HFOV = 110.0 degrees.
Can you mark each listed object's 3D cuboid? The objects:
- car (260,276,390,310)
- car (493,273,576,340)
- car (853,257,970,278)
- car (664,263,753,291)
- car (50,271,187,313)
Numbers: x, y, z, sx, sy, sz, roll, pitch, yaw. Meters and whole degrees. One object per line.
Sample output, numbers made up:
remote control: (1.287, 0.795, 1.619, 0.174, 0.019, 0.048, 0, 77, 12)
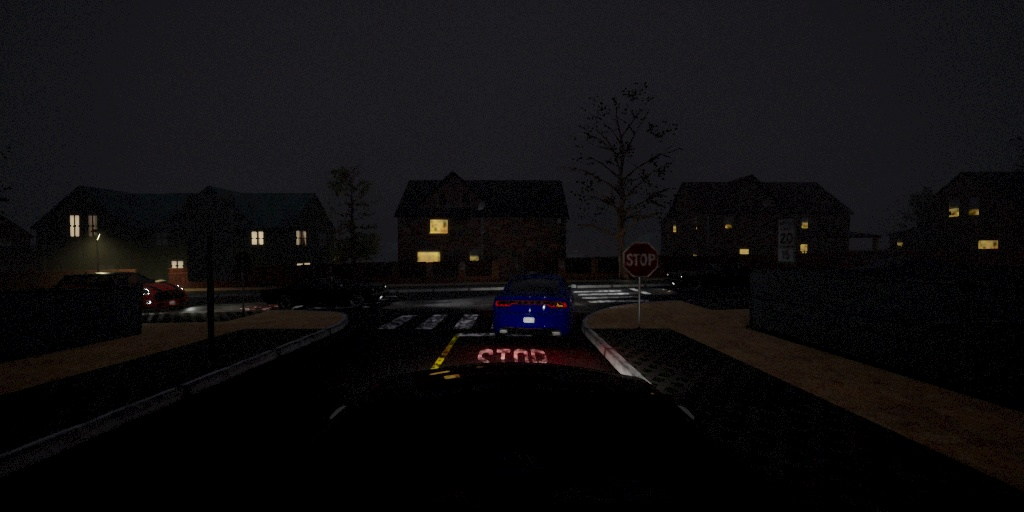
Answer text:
car: (-7.818, 1.506, 15.358, 4.718, 1.301, 1.895, -1, 1, 0)
car: (0.782, 1.226, 10.154, 1.882, 1.535, 5.008, 0, 0, 10)
car: (20.048, 0.753, 18.334, 5.357, 1.411, 2.033, -1, 1, 0)
car: (10.402, 1.034, 18.294, 4.718, 1.301, 1.895, -1, 1, -1)
car: (-16.806, 1.471, 15.346, 4.553, 1.767, 2.097, -1, 1, 0)
